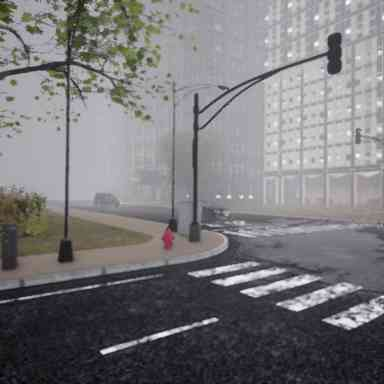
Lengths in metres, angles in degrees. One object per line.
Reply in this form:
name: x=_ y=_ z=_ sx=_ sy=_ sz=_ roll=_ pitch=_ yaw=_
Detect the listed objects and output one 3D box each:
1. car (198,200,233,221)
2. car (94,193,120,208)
car: x=1.209 y=1.414 z=26.394 sx=2.128 sy=1.511 sz=4.902 roll=1 pitch=0 yaw=-34
car: x=-11.802 y=1.108 z=45.876 sx=2.150 sy=2.045 sz=5.566 roll=1 pitch=0 yaw=-34
